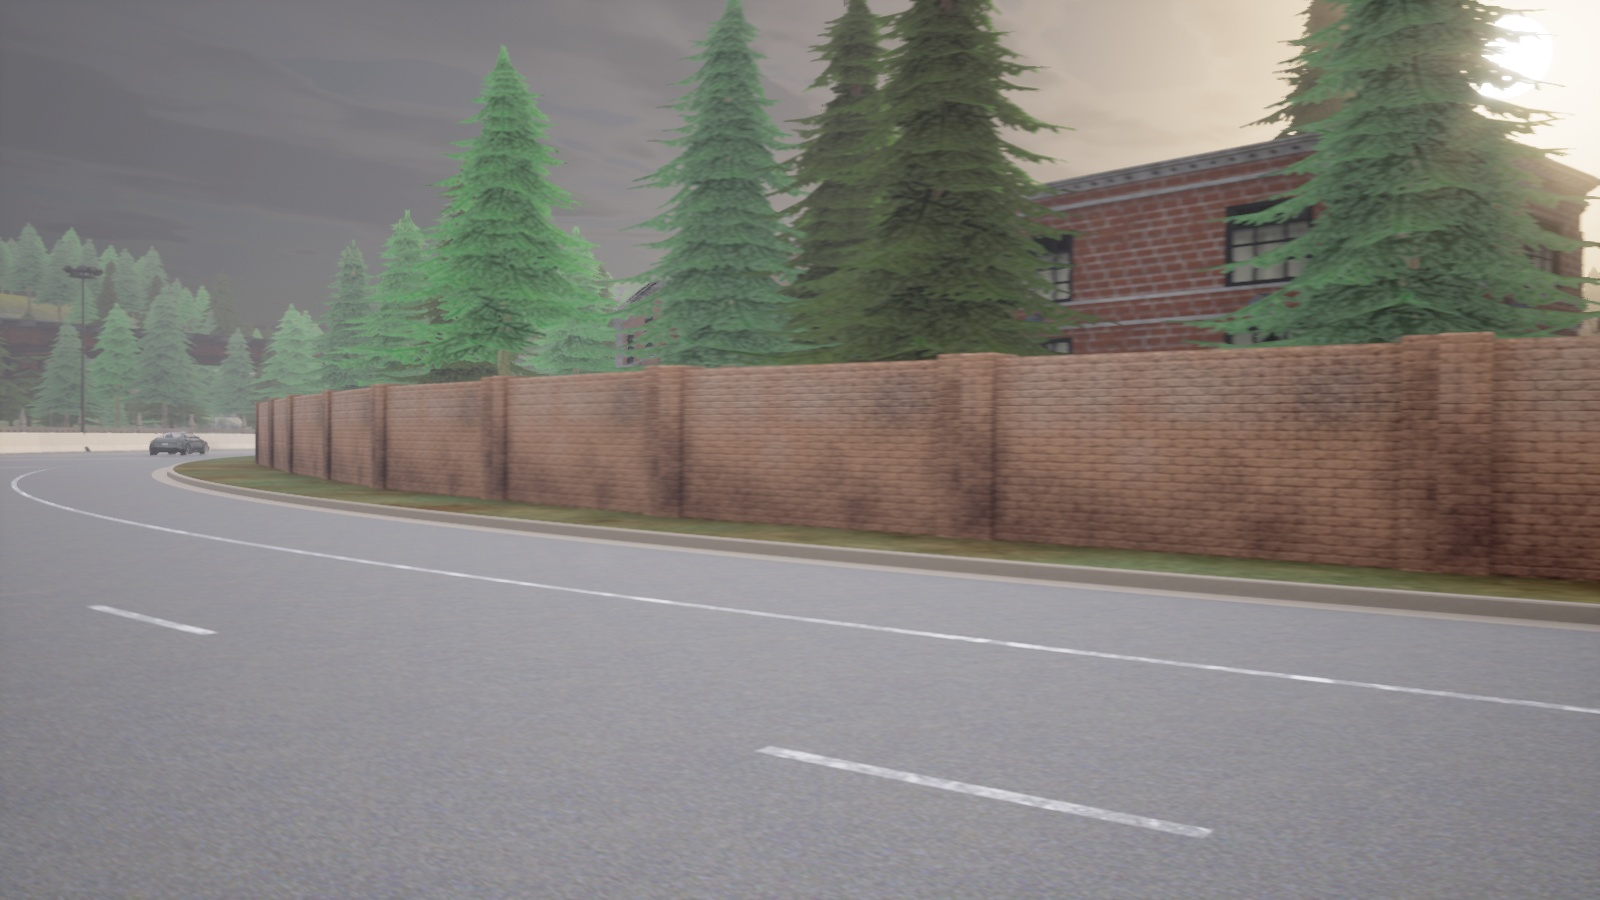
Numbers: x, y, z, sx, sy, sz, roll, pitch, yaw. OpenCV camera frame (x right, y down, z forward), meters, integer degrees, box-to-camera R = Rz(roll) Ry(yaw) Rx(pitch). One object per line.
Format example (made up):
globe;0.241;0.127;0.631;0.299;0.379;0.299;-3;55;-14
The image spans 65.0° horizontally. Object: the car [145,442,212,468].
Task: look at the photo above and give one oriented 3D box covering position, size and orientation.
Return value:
car;-35.304;0.273;71.457;1.994;1.385;4.181;-1;1;-5
